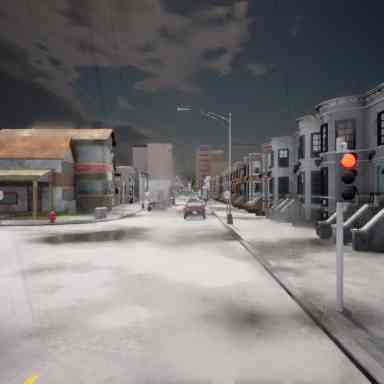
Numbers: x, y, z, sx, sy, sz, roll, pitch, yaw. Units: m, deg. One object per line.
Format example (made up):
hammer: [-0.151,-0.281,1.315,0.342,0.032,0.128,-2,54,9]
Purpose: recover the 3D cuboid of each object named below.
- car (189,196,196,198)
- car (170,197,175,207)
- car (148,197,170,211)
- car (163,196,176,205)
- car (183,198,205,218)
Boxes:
car: [0.134,1.690,73.306,2.033,1.411,5.357,0,0,0]
car: [-4.032,1.505,49.433,1.837,1.490,4.892,0,0,0]
car: [-4.056,1.564,39.488,1.994,1.385,4.181,0,0,0]
car: [-3.983,1.547,59.882,2.033,1.411,5.357,0,0,1]
car: [0.205,1.525,29.740,1.812,1.442,4.674,0,0,0]
